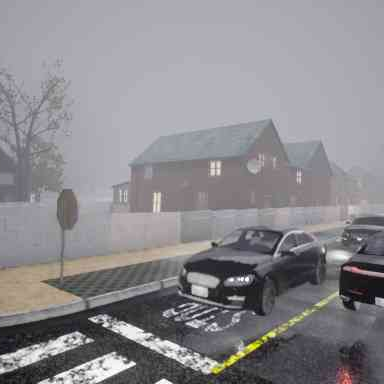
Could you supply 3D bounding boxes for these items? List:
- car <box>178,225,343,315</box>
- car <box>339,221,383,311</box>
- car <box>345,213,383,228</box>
[{"bbox_3d":[1.705,1.596,7.967,2.128,1.511,4.902,0,-1,40],"label":"car"},{"bbox_3d":[4.738,1.626,7.190,2.128,1.511,4.902,0,-1,42],"label":"car"},{"bbox_3d":[8.747,1.819,16.006,1.837,1.490,4.892,0,-1,41],"label":"car"}]
